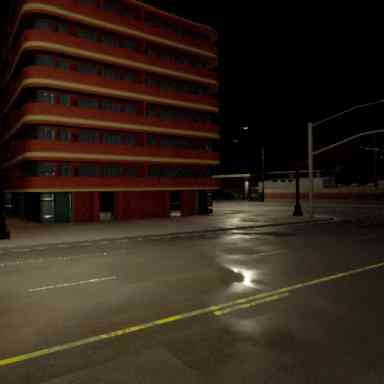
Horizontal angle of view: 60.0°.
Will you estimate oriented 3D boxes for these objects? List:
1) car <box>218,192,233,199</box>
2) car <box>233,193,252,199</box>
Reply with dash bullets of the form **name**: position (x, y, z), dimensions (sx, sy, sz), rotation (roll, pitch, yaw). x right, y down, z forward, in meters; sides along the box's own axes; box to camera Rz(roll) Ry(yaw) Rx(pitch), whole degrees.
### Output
- **car**: position (8.949, 0.929, 86.191), dimensions (4.611, 1.667, 2.242), rotation (-1, 1, -35)
- **car**: position (12.919, 1.061, 81.968), dimensions (3.806, 1.475, 1.970), rotation (-1, 1, -35)
